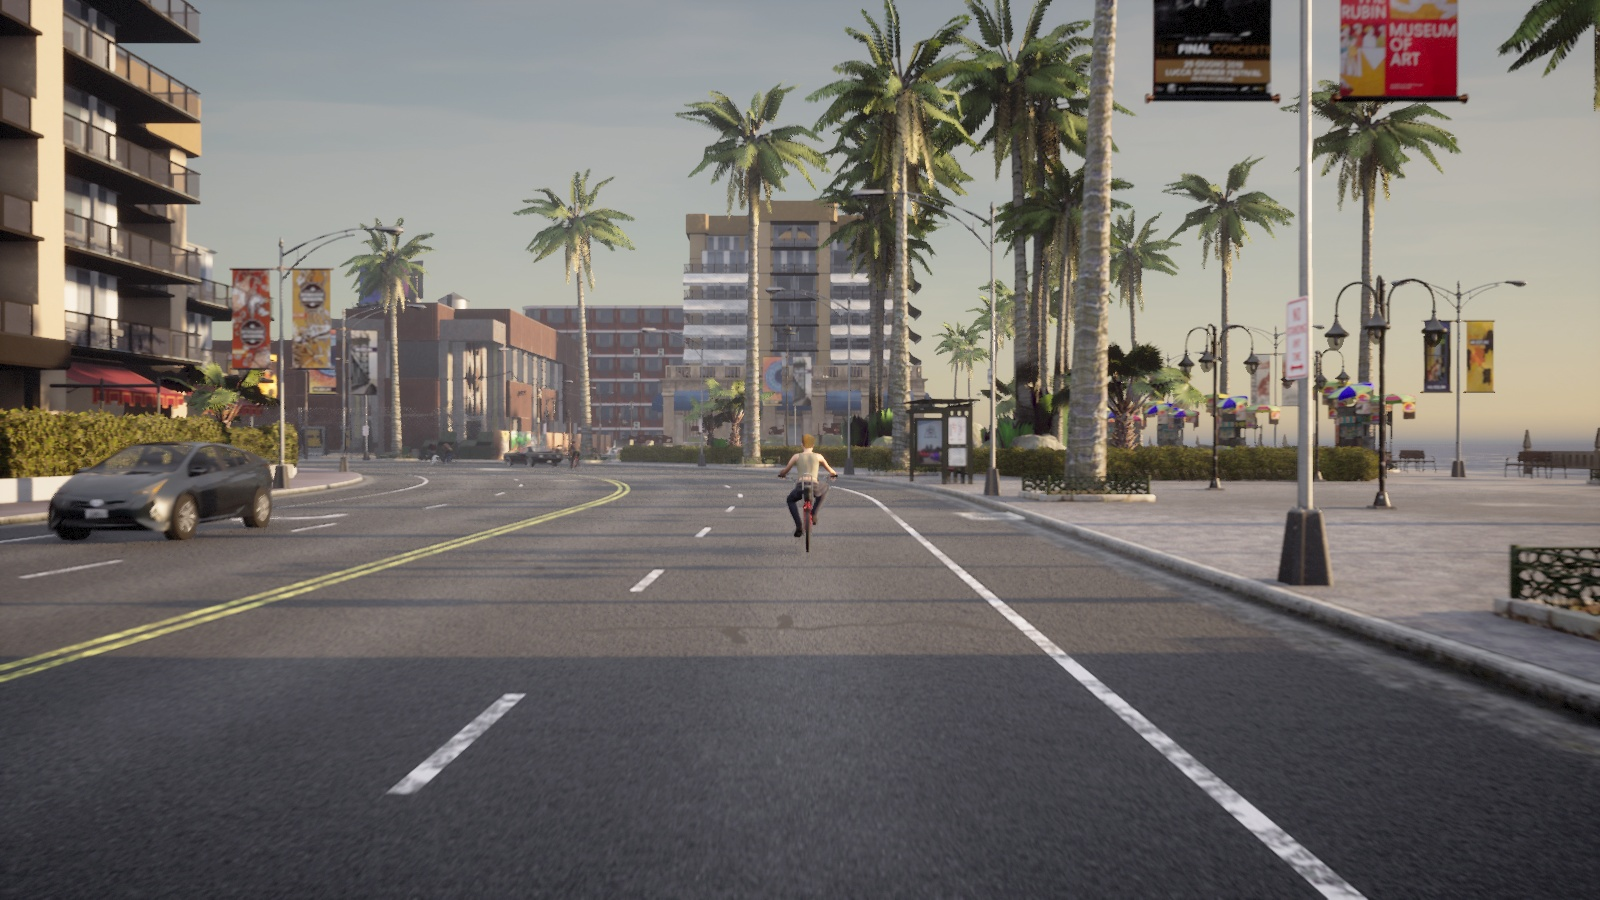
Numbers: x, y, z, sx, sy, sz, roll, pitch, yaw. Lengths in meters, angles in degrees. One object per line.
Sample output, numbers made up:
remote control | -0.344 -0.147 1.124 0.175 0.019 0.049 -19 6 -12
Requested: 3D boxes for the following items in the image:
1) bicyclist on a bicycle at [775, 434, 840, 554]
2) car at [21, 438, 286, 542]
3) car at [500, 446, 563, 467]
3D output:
bicyclist on a bicycle | 0.110 0.584 17.626 0.866 1.612 1.509 0 0 1
car | -10.368 0.569 20.604 2.007 1.525 4.514 0 0 0
car | -16.916 0.388 79.074 1.895 1.301 4.718 0 0 -40
